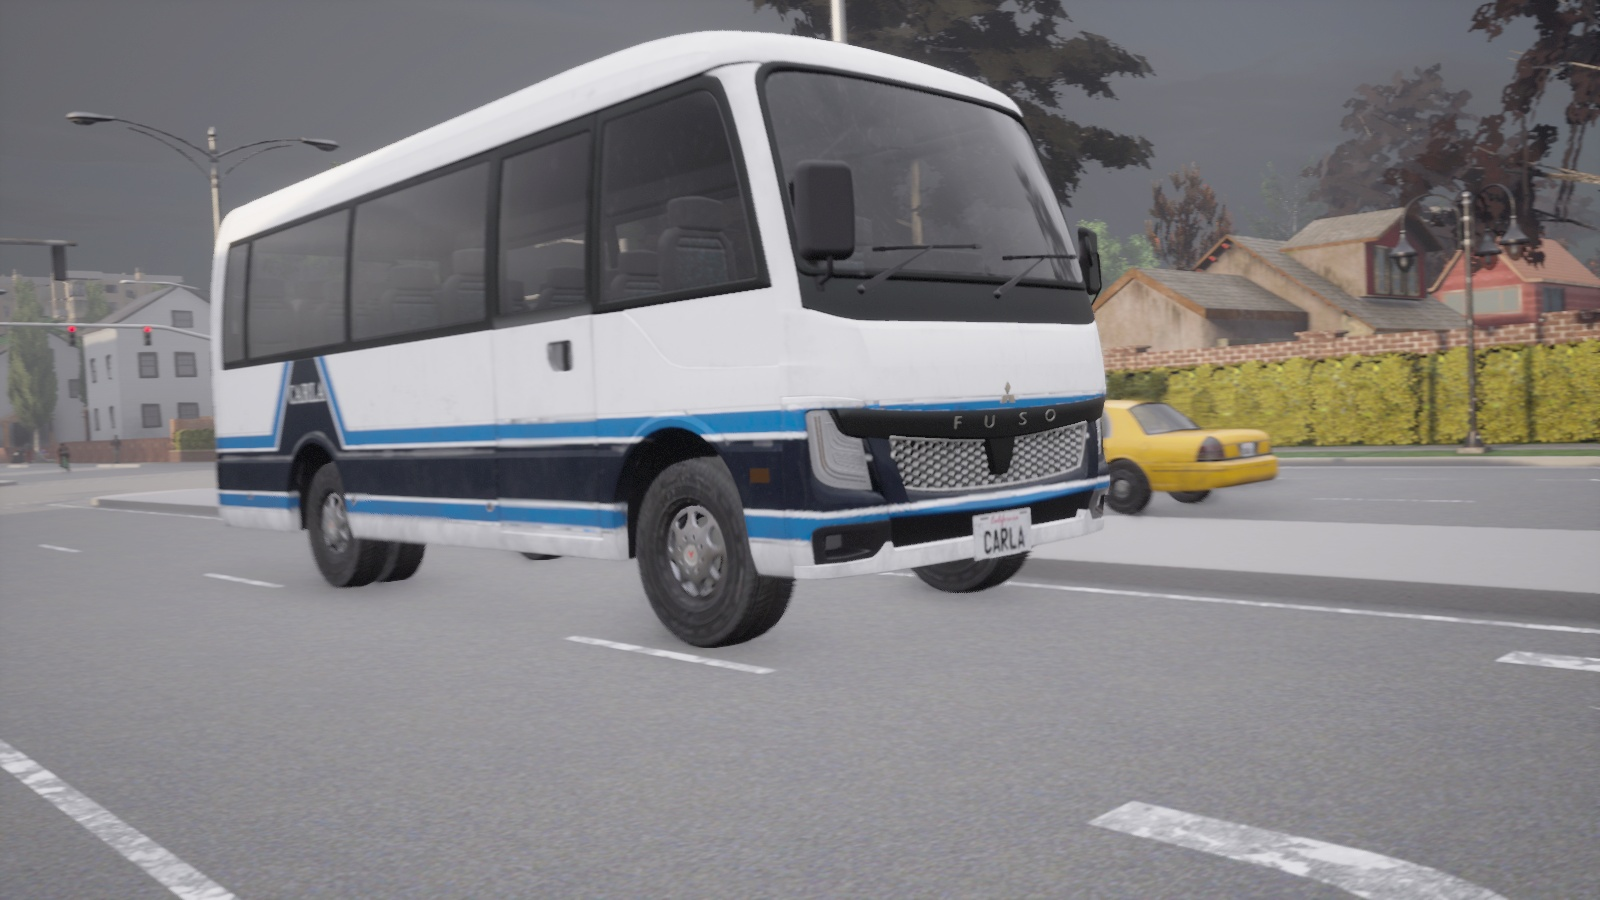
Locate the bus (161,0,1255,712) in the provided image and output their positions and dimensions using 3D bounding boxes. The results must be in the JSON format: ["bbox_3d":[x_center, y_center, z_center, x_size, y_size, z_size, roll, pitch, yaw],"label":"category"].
[{"bbox_3d":[-1.811,-0.867,11.301,3.944,4.253,10.273,-5,3,-44],"label":"bus"}]

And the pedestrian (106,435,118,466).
[{"bbox_3d":[-43.089,0.025,78.669,0.402,1.930,0.666,-5,3,-44],"label":"pedestrian"}]

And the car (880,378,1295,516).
[{"bbox_3d":[3.718,-0.036,17.185,1.801,1.575,5.366,-5,3,-44],"label":"car"}]
